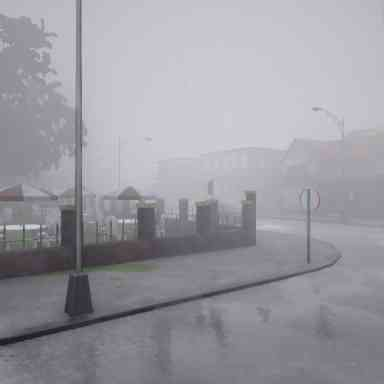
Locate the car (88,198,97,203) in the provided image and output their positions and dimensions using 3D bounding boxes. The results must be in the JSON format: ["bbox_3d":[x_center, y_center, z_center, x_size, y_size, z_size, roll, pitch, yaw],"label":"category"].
[{"bbox_3d":[-16.215,1.060,50.372,2.150,2.045,5.566,0,0,-36],"label":"car"}]

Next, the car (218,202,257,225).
[{"bbox_3d":[2.541,1.506,23.976,1.837,1.490,4.892,0,0,-36],"label":"car"}]

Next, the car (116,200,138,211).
[{"bbox_3d":[-7.260,1.353,37.693,2.097,1.767,4.553,0,0,-35],"label":"car"}]

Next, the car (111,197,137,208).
[{"bbox_3d":[-10.009,1.478,48.739,1.882,1.535,5.008,0,0,-35],"label":"car"}]
